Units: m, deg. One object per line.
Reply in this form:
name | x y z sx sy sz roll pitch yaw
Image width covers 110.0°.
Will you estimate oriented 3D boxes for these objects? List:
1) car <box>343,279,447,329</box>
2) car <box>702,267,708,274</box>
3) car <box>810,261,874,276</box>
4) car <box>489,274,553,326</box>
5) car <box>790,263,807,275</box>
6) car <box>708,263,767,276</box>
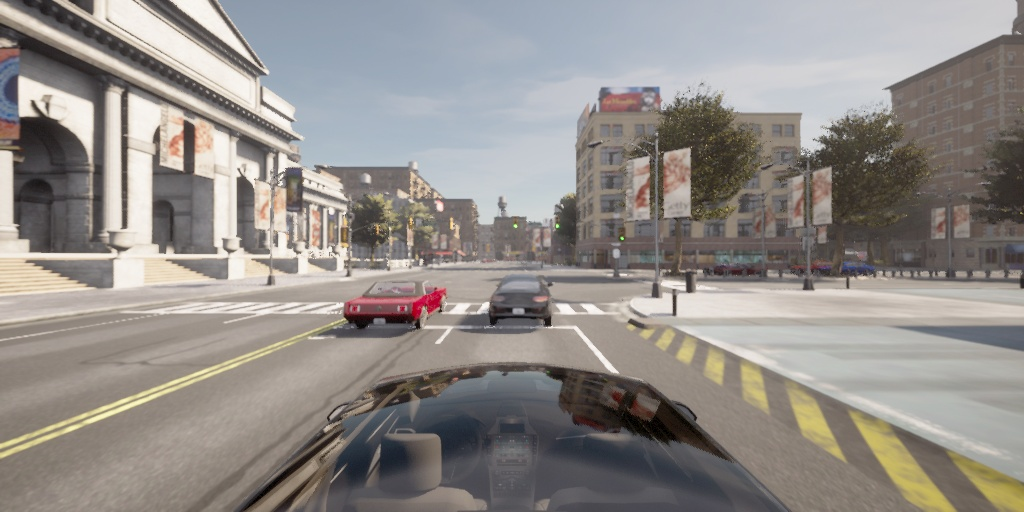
car | -3.354 1.378 11.351 1.895 1.301 4.718 0 0 0
car | 23.897 1.436 40.593 4.181 1.385 1.994 0 0 0
car | 34.304 1.343 37.055 5.008 1.535 1.882 -1 0 0
car | 0.371 1.306 11.804 1.812 1.442 4.674 0 0 5
car | 34.278 1.353 40.555 5.008 1.535 1.882 -1 0 0
car | 23.414 1.463 37.105 4.718 1.301 1.895 0 0 0
